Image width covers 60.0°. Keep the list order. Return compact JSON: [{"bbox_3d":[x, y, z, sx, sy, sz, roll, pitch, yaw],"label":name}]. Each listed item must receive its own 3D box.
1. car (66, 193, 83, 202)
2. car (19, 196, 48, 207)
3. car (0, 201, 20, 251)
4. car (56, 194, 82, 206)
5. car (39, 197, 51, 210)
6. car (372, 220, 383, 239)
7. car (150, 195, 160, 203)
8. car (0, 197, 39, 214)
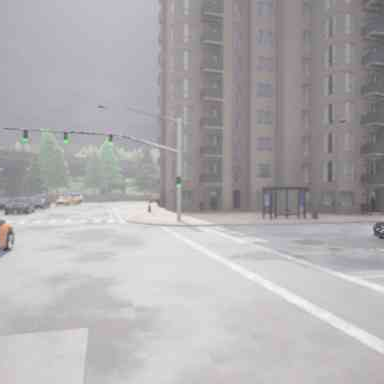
[{"bbox_3d":[-22.006,1.197,60.291,2.150,2.045,5.566,0,0,15],"label":"car"},{"bbox_3d":[-23.725,1.422,50.083,1.882,1.535,5.008,0,0,1],"label":"car"},{"bbox_3d":[-7.534,1.346,11.044,2.097,1.767,4.553,1,0,-15],"label":"car"},{"bbox_3d":[-19.963,1.452,53.316,1.882,1.535,5.008,0,0,6],"label":"car"},{"bbox_3d":[-19.554,1.504,42.837,2.033,1.411,5.357,0,0,-11],"label":"car"},{"bbox_3d":[11.394,1.658,16.575,4.892,1.490,1.837,0,0,-16],"label":"car"},{"bbox_3d":[-6.752,1.449,71.425,4.553,1.767,2.097,0,0,-39],"label":"car"},{"bbox_3d":[-17.289,1.304,33.578,2.097,1.767,4.553,0,0,-16],"label":"car"}]
